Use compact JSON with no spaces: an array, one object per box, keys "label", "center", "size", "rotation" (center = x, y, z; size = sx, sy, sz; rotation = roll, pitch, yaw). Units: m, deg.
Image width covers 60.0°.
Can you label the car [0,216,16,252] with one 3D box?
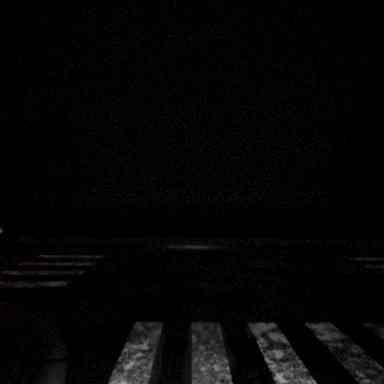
[{"label":"car","center":[-9.020,1.423,12.019],"size":[4.553,1.767,2.097],"rotation":[0,1,0]}]

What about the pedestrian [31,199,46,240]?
[{"label":"pedestrian","center":[-6.874,1.197,14.926],"size":[0.375,1.860,0.375],"rotation":[0,0,0]}]
